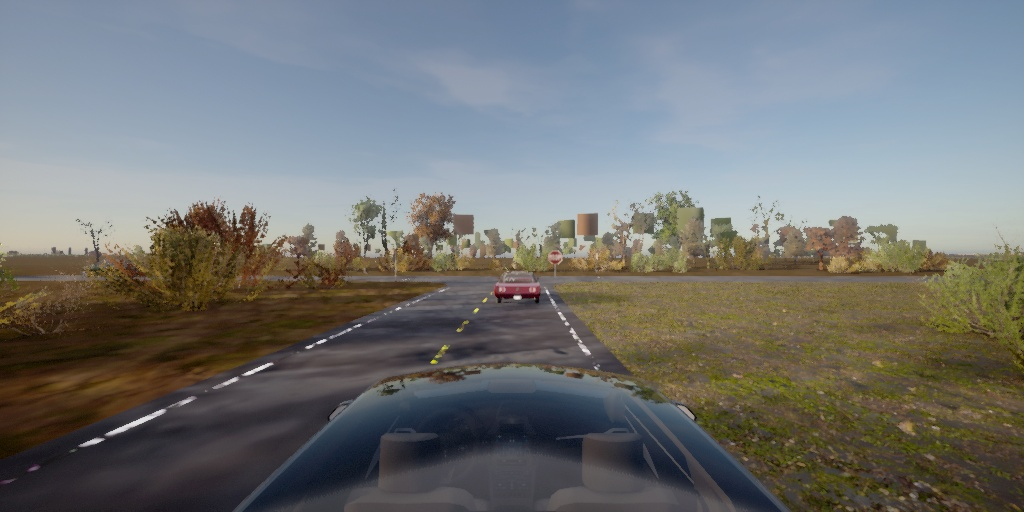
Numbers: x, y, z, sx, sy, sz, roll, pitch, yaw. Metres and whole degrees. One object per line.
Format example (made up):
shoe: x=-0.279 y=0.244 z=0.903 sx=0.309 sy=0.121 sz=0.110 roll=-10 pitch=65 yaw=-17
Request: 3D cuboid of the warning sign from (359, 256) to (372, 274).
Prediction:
warning sign: x=-15.026 y=0.895 z=36.600 sx=1.060 sy=1.860 sz=1.300 roll=0 pitch=0 yaw=2

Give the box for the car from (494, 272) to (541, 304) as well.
car: x=0.309 y=1.368 z=16.455 sx=1.895 sy=1.301 sz=4.718 roll=0 pitch=0 yaw=2

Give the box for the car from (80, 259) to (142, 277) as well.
car: x=-39.060 y=1.163 z=34.965 sx=4.553 sy=1.767 sz=2.097 roll=0 pitch=0 yaw=2

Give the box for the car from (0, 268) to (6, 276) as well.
car: x=-49.207 y=1.399 z=32.392 sx=5.357 sy=1.411 sz=2.033 roll=0 pitch=0 yaw=2
